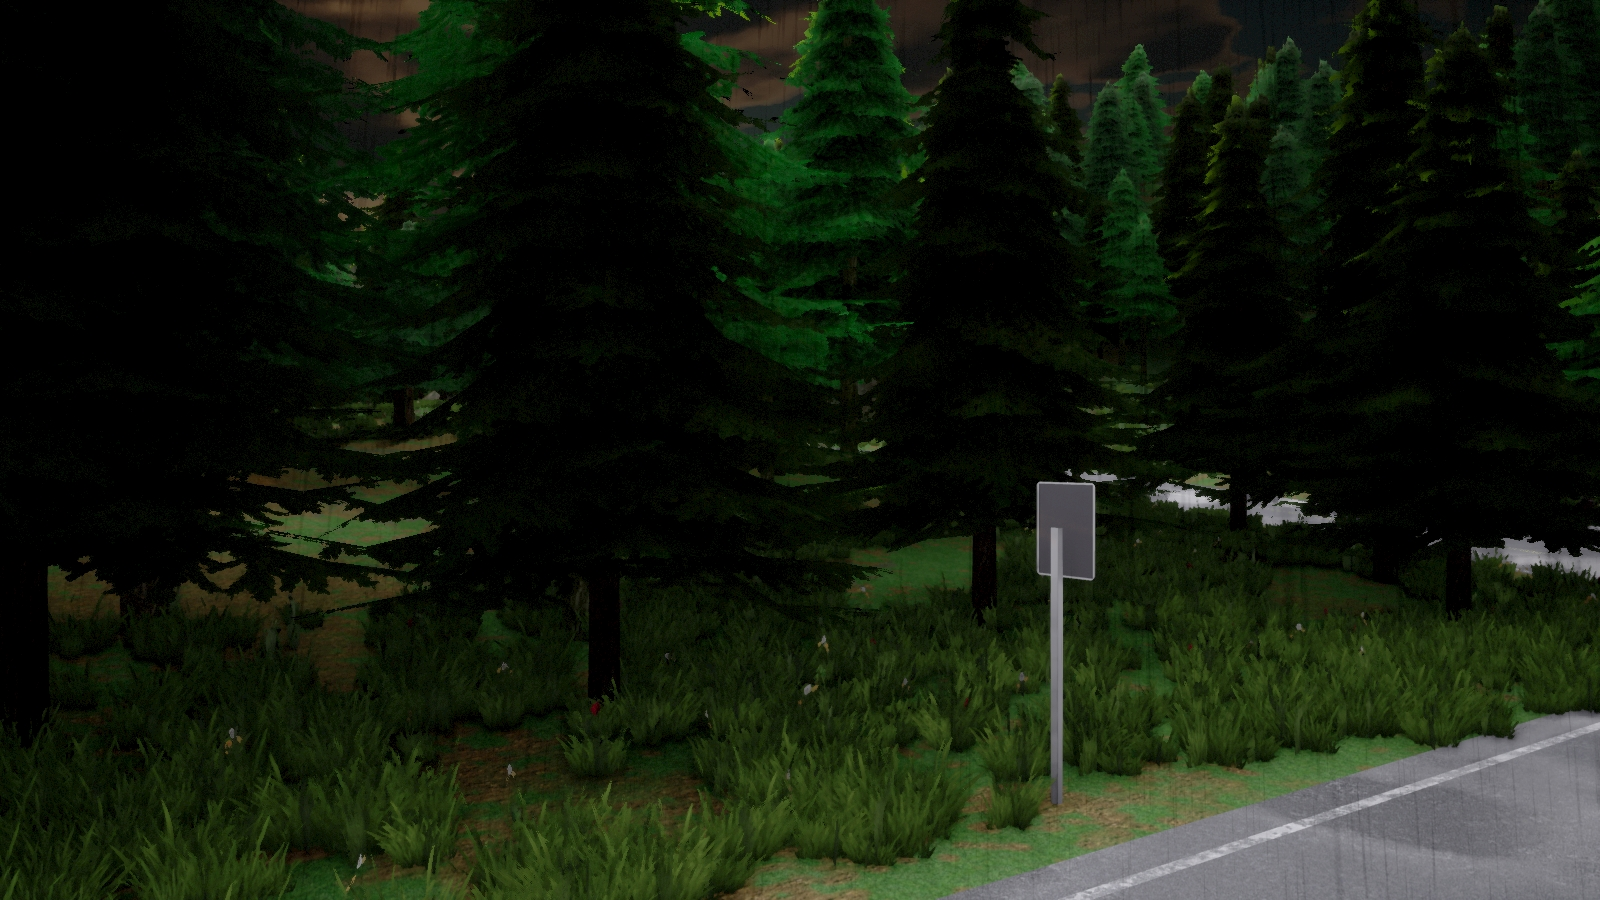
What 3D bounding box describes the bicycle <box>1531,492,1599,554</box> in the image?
[{"bbox_3d":[21.578,2.021,32.019,0.329,1.471,1.835,0,5,-27],"label":"bicycle"}]
